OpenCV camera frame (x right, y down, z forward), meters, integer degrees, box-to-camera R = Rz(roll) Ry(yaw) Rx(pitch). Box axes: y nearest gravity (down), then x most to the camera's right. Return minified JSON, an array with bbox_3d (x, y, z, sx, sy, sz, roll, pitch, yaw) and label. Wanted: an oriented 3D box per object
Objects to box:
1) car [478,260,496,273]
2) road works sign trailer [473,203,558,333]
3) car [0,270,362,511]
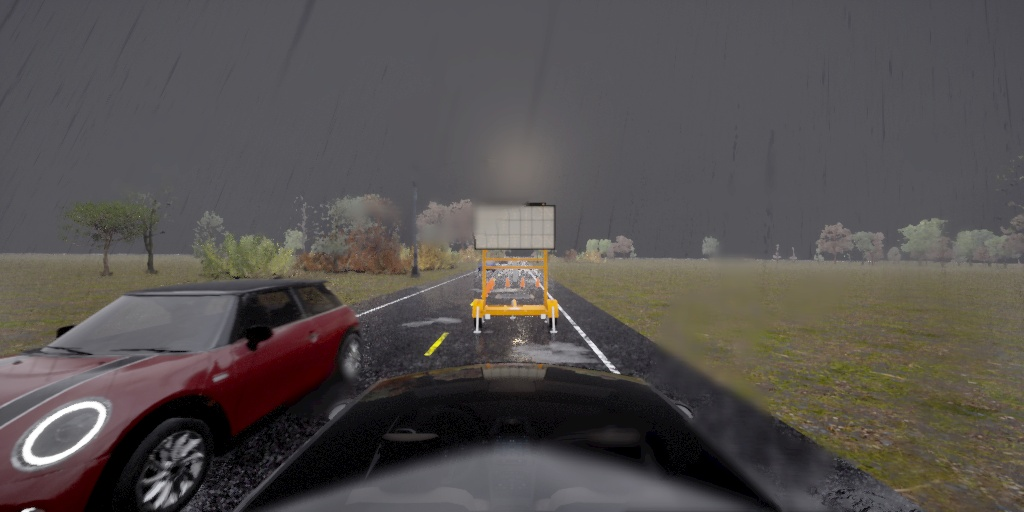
[{"bbox_3d":[-3.109,1.253,44.849,1.882,1.535,5.008,0,0,1],"label":"car"},{"bbox_3d":[0.087,0.218,10.749,2.380,3.560,2.880,0,0,0],"label":"road works sign trailer"},{"bbox_3d":[-3.581,1.103,4.133,2.097,1.767,4.553,0,0,0],"label":"car"}]
